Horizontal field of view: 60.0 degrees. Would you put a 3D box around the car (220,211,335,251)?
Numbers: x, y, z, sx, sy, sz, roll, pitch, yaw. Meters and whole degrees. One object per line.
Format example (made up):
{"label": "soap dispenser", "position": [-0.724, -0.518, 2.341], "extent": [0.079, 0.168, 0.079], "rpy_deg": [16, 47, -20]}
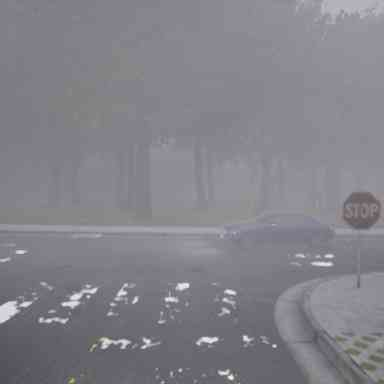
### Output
{"label": "car", "position": [3.506, 1.512, 13.709], "extent": [4.674, 1.442, 1.812], "rpy_deg": [0, 1, -9]}
